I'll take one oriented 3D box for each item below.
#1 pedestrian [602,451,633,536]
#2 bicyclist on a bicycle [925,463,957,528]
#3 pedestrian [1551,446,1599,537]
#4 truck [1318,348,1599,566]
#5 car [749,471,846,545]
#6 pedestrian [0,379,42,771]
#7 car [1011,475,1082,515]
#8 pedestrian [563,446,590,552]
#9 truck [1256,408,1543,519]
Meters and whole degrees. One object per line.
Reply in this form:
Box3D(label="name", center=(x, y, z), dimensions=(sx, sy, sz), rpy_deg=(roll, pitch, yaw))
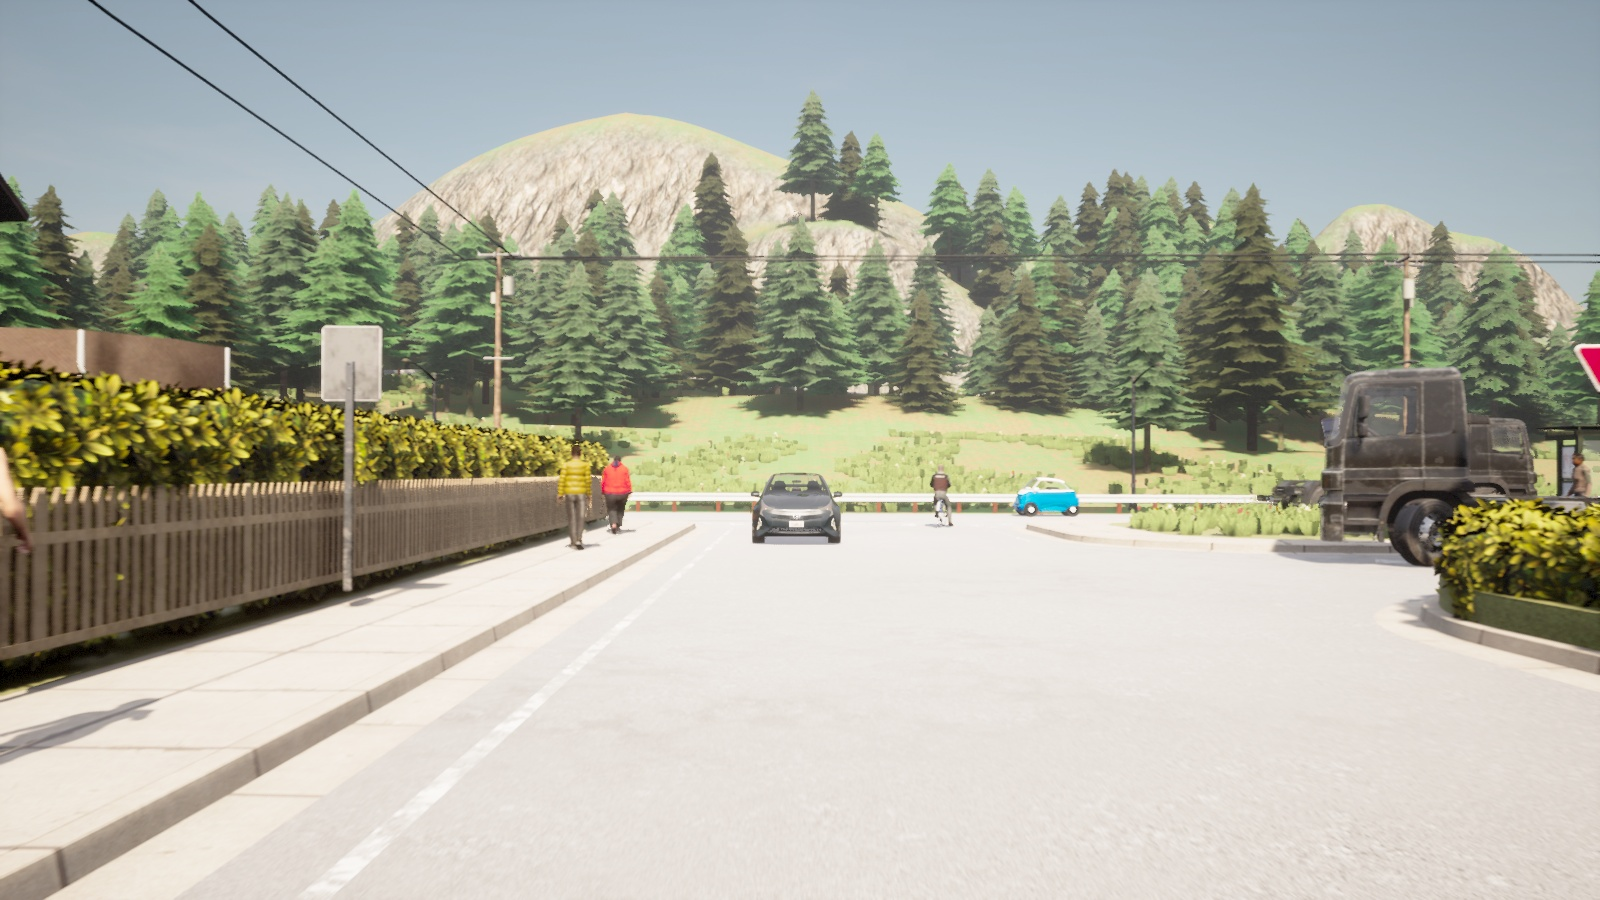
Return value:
Box3D(label="pedestrian", center=(-4.051, 0.953, 27.903), dimensions=(0.634, 1.844, 0.899), rpy_deg=(0, -1, -6))
Box3D(label="bicyclist on a bicycle", center=(3.979, 1.261, 35.326), dimensions=(0.659, 1.776, 1.843), rpy_deg=(0, -1, 13))
Box3D(label="pedestrian", center=(15.566, 0.829, 25.106), dimensions=(0.869, 1.805, 0.328), rpy_deg=(-1, -1, 16))
Box3D(label="truck", center=(13.111, 0.137, 21.334), dimensions=(7.936, 3.462, 2.891), rpy_deg=(-1, -1, 23))
Box3D(label="car", center=(-0.068, 1.236, 28.305), dimensions=(2.007, 1.525, 4.514), rpy_deg=(0, -1, 0))
Box3D(label="pedestrian", center=(-3.918, 0.585, 5.917), dimensions=(0.345, 1.836, 0.594), rpy_deg=(0, -1, -3))
Box3D(label="car", center=(8.693, 1.578, 44.392), dimensions=(2.207, 1.376, 1.481), rpy_deg=(0, -1, -2))
Box3D(label="pedestrian", center=(-3.967, 0.859, 22.312), dimensions=(0.431, 1.840, 0.709), rpy_deg=(0, -1, -7))
Box3D(label="truck", center=(19.372, 0.440, 40.930), dimensions=(7.936, 3.462, 2.891), rpy_deg=(0, -1, 0))
